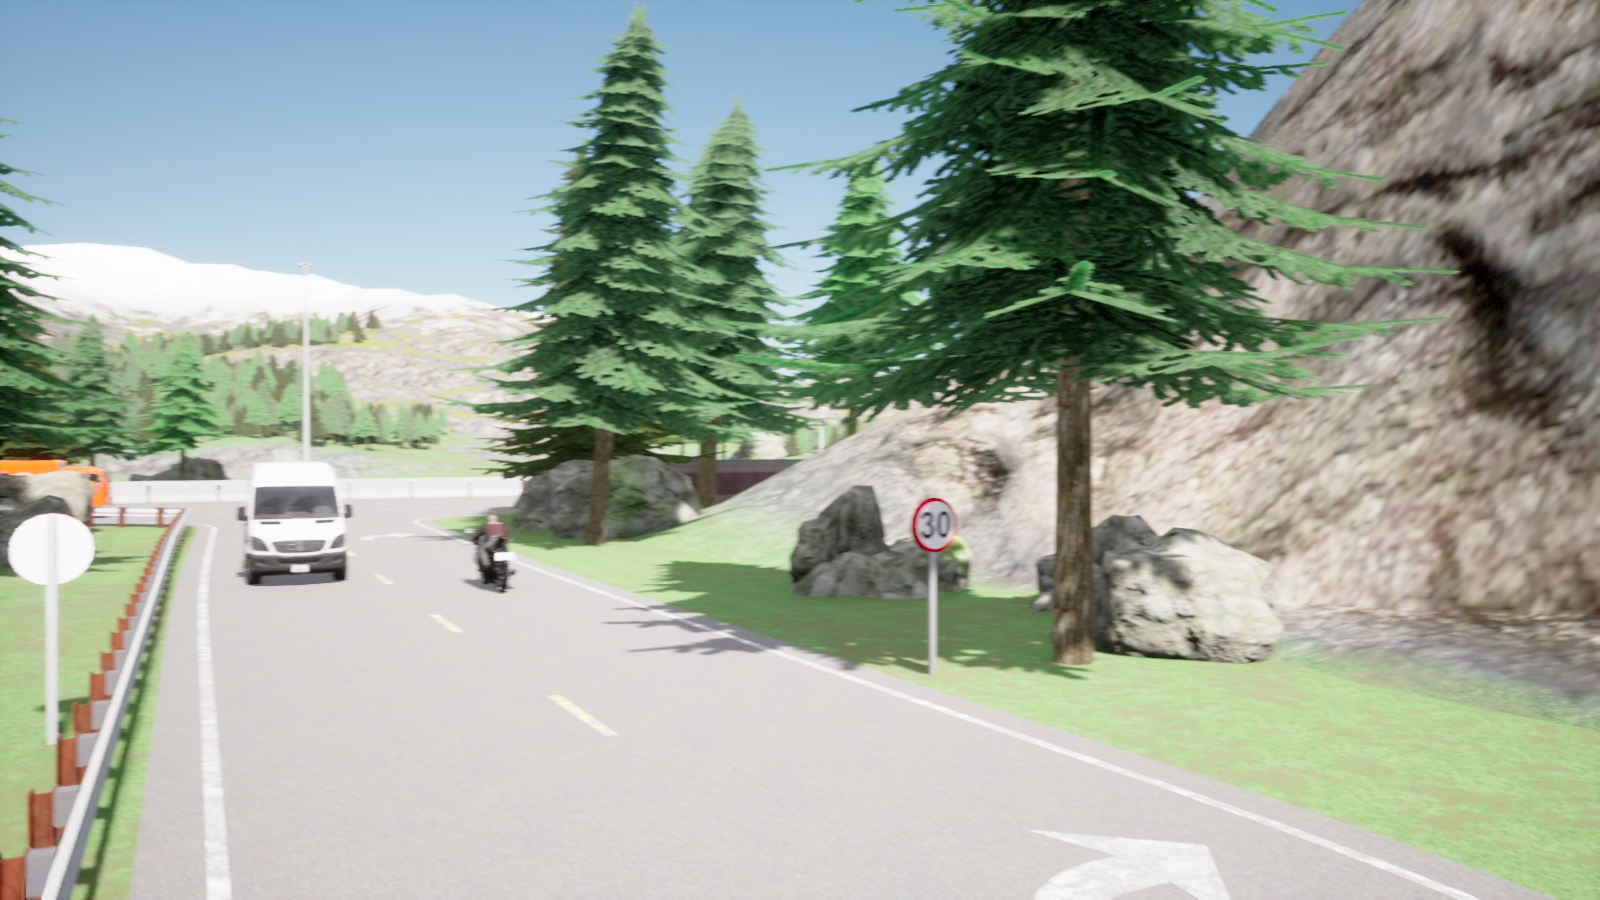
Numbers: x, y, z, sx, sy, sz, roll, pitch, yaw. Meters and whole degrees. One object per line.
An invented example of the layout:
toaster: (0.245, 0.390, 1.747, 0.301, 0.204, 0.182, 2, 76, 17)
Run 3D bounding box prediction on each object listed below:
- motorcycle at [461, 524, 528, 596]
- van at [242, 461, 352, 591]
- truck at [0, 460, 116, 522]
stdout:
motorcycle: (-6.279, 2.222, 23.380, 0.867, 1.251, 2.209, 0, 0, -27)
van: (-11.614, 1.566, 26.152, 1.988, 2.561, 5.915, 0, 0, -27)
truck: (-31.699, 1.660, 47.628, 5.204, 2.467, 2.627, 0, 0, -25)
